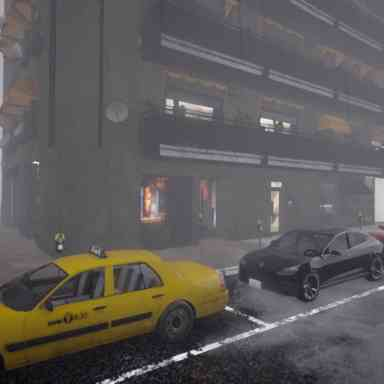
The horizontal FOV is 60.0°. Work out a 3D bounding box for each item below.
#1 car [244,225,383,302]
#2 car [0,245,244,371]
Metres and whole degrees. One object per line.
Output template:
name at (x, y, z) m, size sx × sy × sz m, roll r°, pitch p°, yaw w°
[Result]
car at (3.115, 1.568, 8.291) m, size 4.313 × 1.339 × 1.947 m, roll 0°, pitch 1°, yaw -35°
car at (-1.647, 1.526, 4.909) m, size 4.829 × 1.417 × 1.752 m, roll 0°, pitch 1°, yaw -35°
